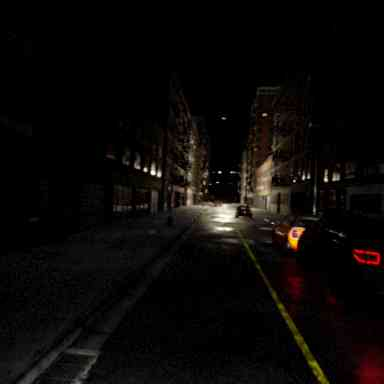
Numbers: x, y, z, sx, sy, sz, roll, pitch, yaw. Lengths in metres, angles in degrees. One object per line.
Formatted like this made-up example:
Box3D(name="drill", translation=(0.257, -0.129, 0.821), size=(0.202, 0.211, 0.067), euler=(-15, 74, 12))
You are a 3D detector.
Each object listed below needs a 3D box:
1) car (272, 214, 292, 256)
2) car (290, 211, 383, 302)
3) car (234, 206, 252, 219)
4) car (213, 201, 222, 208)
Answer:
Box3D(name="car", translation=(4.955, 1.767, 14.993), size=(2.097, 1.767, 4.553), euler=(3, -1, 5))
Box3D(name="car", translation=(4.488, 1.545, 9.074), size=(2.150, 2.045, 5.566), euler=(3, -1, 5))
Box3D(name="car", translation=(5.997, 2.318, 38.899), size=(2.033, 1.411, 5.357), euler=(3, -1, 5))
Box3D(name="car", translation=(5.954, 2.740, 76.365), size=(1.882, 1.535, 5.008), euler=(3, -1, 5))
